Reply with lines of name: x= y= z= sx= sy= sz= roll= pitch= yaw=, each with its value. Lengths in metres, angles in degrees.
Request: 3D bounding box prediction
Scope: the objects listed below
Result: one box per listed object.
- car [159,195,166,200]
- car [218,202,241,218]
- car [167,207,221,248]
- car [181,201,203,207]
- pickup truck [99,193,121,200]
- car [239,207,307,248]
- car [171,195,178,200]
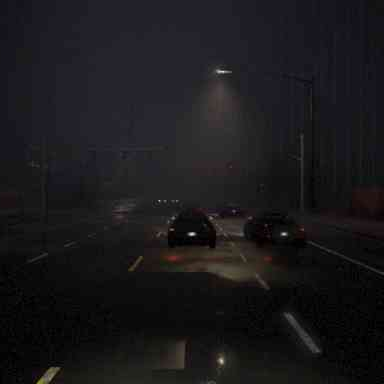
car: x=-8.269 y=1.580 z=93.478 sx=1.895 sy=1.301 sz=4.718 roll=0 pitch=0 yaw=-1
car: x=3.462 y=1.571 z=29.715 sx=1.994 sy=1.385 sz=4.181 roll=0 pitch=0 yaw=-1
car: x=0.000 y=1.571 z=14.650 sx=1.994 sy=1.385 sz=4.181 roll=0 pitch=0 yaw=0
car: x=-0.038 y=1.532 z=29.671 sx=1.812 sy=1.442 sz=4.674 roll=0 pitch=0 yaw=-1
pickup truck: x=-21.287 y=1.057 z=86.835 sx=2.390 sy=2.098 sz=6.274 roll=0 pitch=0 yaw=30
car: x=3.500 y=1.571 z=14.650 sx=1.994 sy=1.385 sz=4.181 roll=0 pitch=0 yaw=0
car: x=-4.770 y=1.510 z=93.564 sx=2.128 sy=1.511 sz=4.902 roll=0 pitch=0 yaw=-1
